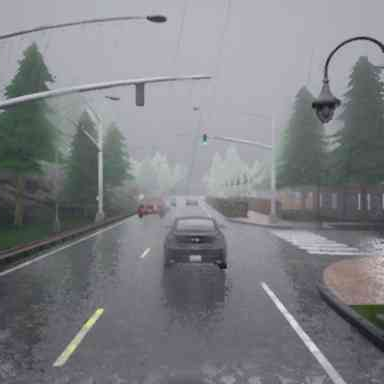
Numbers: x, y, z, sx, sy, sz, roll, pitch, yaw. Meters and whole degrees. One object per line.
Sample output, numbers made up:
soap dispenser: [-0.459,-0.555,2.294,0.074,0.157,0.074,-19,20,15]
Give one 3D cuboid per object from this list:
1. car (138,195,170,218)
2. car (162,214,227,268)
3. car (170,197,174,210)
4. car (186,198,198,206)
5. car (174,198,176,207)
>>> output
car: [-3.601,1.287,31.089,2.150,2.045,5.566,0,0,0]
car: [0.101,1.554,11.351,1.837,1.490,4.892,0,0,0]
car: [-3.592,1.612,41.180,1.812,1.442,4.674,0,0,0]
car: [-0.003,1.685,57.734,1.994,1.385,4.181,0,0,0]
car: [-3.557,1.605,53.835,2.128,1.511,4.902,0,0,0]
